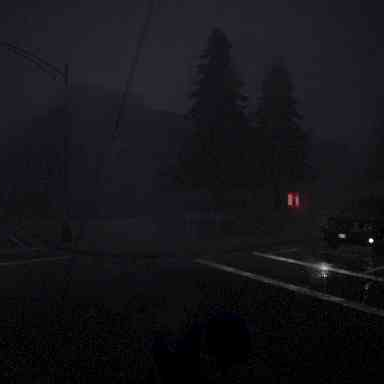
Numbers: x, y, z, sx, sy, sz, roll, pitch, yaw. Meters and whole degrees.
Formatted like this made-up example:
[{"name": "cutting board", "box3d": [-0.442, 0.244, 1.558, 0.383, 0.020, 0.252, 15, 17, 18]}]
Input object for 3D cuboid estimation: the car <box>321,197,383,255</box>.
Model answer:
[{"name": "car", "box3d": [7.682, 1.248, 13.754, 5.566, 2.045, 2.150, 0, 0, -37]}]
